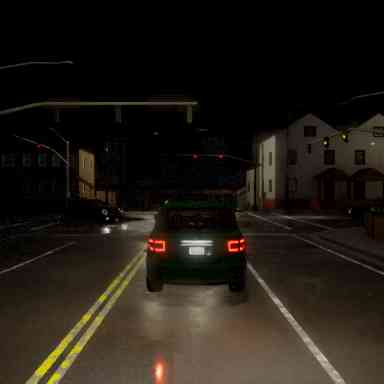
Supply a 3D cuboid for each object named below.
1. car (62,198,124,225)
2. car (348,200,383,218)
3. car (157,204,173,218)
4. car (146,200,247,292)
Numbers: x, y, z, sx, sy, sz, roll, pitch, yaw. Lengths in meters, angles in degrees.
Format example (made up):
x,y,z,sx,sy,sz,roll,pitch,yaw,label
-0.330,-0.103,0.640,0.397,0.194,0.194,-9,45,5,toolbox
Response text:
x,y,z,sx,sy,sz,roll,pitch,yaw,label
-7.043,1.317,23.661,4.553,1.767,2.097,0,1,28,car
16.563,1.491,29.786,4.902,1.511,2.128,0,0,-1,car
-3.593,2.597,45.329,1.812,1.442,4.674,0,-9,0,car
0.090,1.221,9.059,2.150,2.045,5.566,0,0,0,car
